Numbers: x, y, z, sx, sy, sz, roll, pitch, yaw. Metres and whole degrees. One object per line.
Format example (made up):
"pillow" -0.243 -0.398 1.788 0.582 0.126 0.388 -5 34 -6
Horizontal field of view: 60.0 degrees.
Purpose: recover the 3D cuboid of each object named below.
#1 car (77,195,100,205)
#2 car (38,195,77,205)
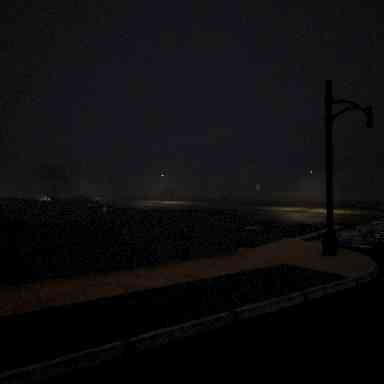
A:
"car" -12.824 1.027 38.703 5.357 1.411 2.033 1 2 44
"car" -15.052 1.088 36.338 5.357 1.411 2.033 1 2 43
